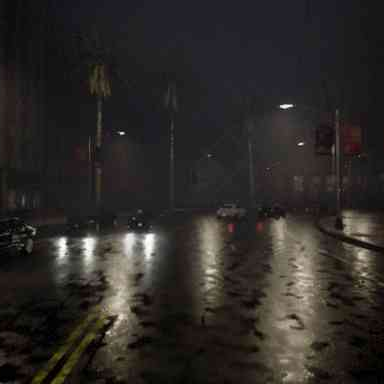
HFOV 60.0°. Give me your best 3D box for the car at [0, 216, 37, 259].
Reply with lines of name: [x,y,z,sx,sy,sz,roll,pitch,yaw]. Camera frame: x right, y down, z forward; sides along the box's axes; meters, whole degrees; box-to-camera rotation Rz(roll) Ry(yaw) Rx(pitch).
car: [-7.022,1.618,11.180,1.837,1.490,4.892,0,-1,1]

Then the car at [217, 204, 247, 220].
car: [3.777,1.838,31.365,1.812,1.442,4.674,0,-1,25]

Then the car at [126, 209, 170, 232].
car: [-2.790,1.785,21.830,1.994,1.385,4.181,0,-1,10]

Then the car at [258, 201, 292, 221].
car: [7.585,1.802,31.275,2.128,1.511,4.902,0,-1,27]

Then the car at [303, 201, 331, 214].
car: [15.985,1.927,42.478,4.892,1.490,1.837,1,-1,-42]

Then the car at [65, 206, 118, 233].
car: [-6.366,1.694,21.622,1.882,1.535,5.008,0,-1,7]

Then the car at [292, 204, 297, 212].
car: [11.868,1.909,43.333,1.882,1.535,5.008,-1,-1,44]
